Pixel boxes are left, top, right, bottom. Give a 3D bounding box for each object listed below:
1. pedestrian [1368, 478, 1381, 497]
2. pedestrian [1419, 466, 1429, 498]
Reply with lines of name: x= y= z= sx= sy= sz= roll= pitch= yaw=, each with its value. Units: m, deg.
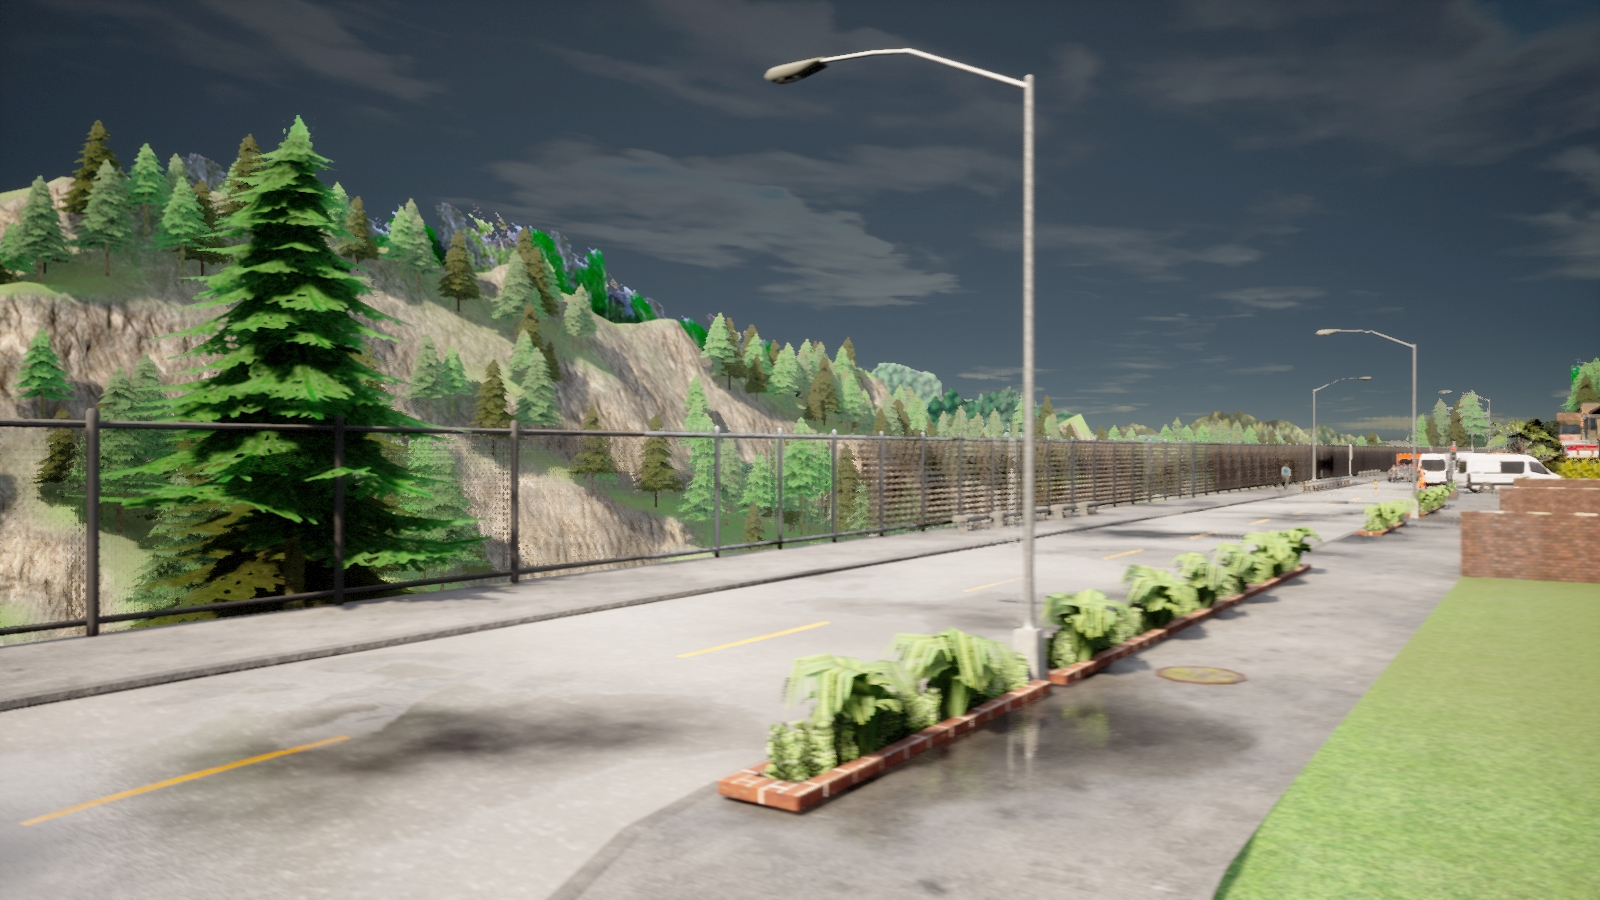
pedestrian: x=34.419 y=2.233 z=68.465 sx=0.500 sy=1.100 sz=0.500 roll=0 pitch=0 yaw=-40
pedestrian: x=36.676 y=1.854 z=67.155 sx=0.375 sy=1.860 sz=0.375 roll=0 pitch=0 yaw=-43
